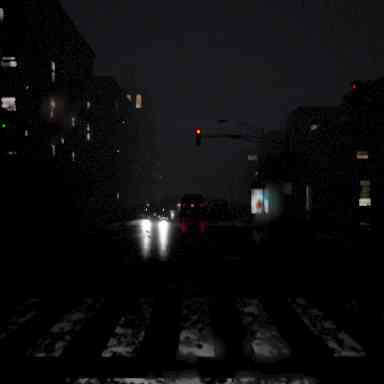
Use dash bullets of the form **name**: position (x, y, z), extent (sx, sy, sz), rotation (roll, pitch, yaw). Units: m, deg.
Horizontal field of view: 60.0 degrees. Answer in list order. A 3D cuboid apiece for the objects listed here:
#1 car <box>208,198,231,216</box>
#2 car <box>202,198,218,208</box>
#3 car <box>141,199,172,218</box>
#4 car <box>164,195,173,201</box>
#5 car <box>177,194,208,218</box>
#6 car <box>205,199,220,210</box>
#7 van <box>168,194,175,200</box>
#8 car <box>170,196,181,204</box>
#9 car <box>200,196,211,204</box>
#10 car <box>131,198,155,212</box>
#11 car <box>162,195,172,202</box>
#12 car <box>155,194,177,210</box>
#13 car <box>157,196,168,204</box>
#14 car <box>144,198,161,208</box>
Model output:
- **car**: position (2.639, 1.433, 32.036), extent (1.967, 1.590, 4.097), rotation (0, 0, 0)
- **car**: position (2.616, 1.551, 49.127), extent (2.008, 1.369, 4.403), rotation (0, 0, 0)
- **car**: position (-3.141, 1.593, 30.320), extent (1.895, 1.301, 4.718), rotation (0, 0, 0)
- **car**: position (-5.814, 1.558, 83.112), extent (1.752, 1.417, 4.829), rotation (-1, 0, 0)
- **car**: position (0.069, 1.213, 30.033), extent (2.150, 2.045, 5.566), rotation (0, 0, 0)
- **car**: position (2.624, 1.579, 43.430), extent (1.802, 1.307, 4.206), rotation (0, 0, 0)
- **van**: position (-5.832, 1.391, 94.676), extent (1.690, 1.788, 3.998), rotation (-1, 0, 0)
- **car**: position (-3.112, 1.517, 63.002), extent (1.837, 1.490, 4.892), rotation (0, -1, 0)
- **car**: position (2.592, 1.564, 66.217), extent (2.008, 1.369, 4.403), rotation (-1, 0, 0)
- **car**: position (-5.748, 1.545, 37.709), extent (2.008, 1.369, 4.403), rotation (0, 0, 0)
- **car**: position (-5.807, 1.466, 77.585), extent (1.967, 1.590, 4.097), rotation (0, 0, 0)
- **car**: position (-3.154, 1.475, 42.204), extent (1.882, 1.535, 5.008), rotation (0, 1, 0)
- **car**: position (-5.789, 1.538, 66.023), extent (1.752, 1.417, 4.829), rotation (0, 0, 0)
- **car**: position (-5.765, 1.551, 49.103), extent (2.008, 1.369, 4.403), rotation (0, 0, 0)
